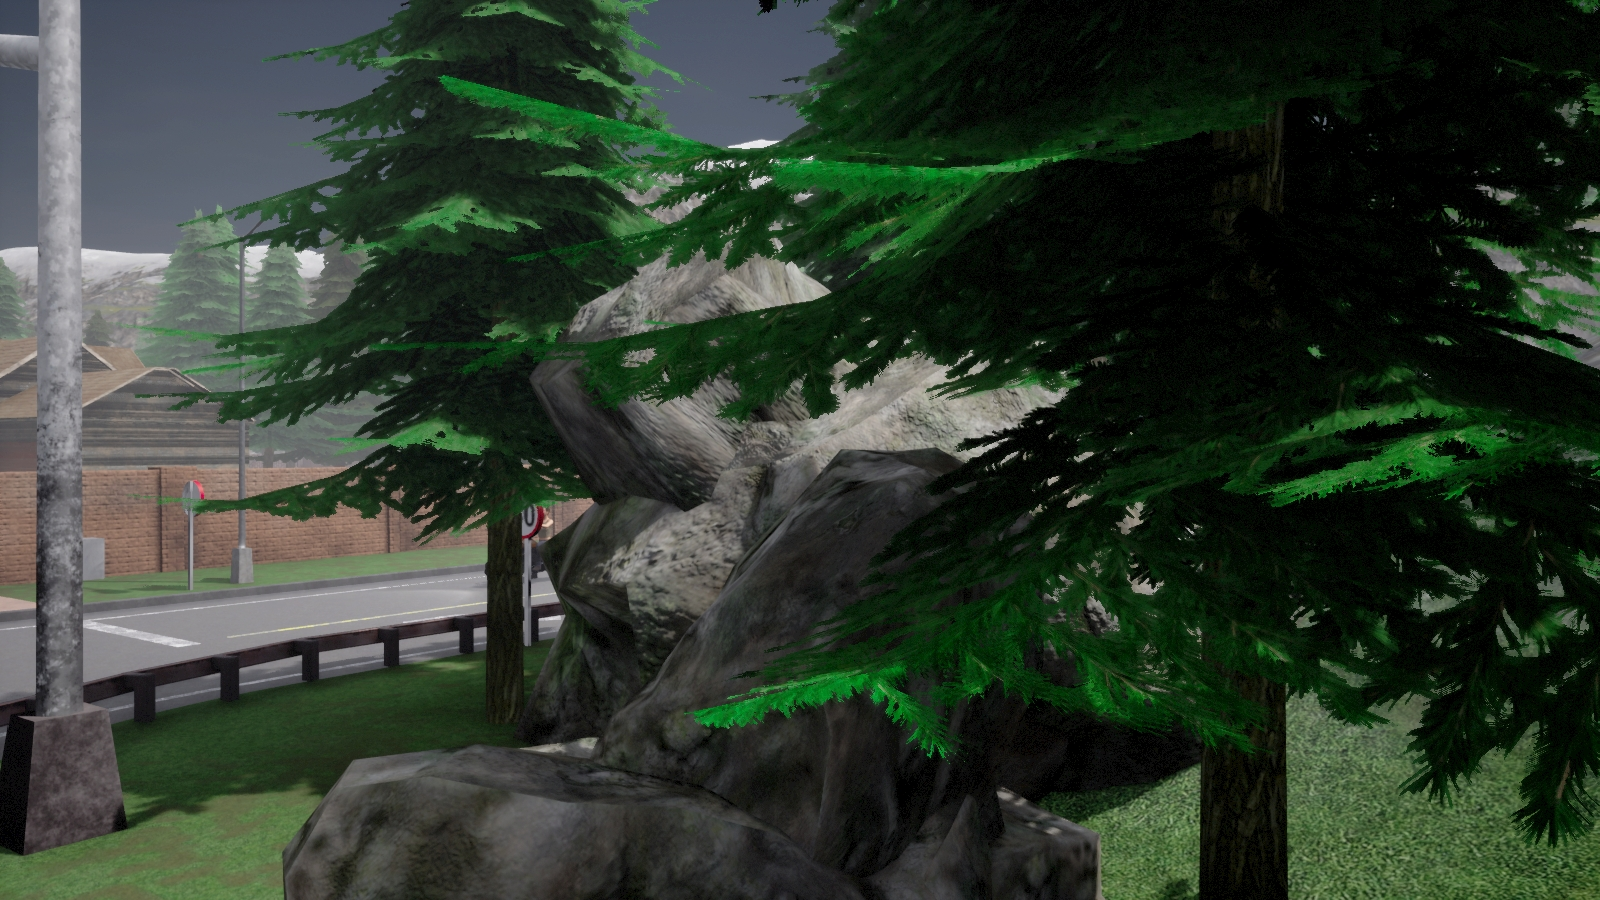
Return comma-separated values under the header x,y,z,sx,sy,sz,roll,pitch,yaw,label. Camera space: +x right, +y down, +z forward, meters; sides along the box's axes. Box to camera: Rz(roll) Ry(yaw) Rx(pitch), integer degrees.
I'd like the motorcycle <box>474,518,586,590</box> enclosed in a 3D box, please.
x,y,z,sx,sy,sz,roll,pitch,yaw,label
-5.636,2.150,24.014,0.764,1.277,2.356,0,0,36,motorcycle
